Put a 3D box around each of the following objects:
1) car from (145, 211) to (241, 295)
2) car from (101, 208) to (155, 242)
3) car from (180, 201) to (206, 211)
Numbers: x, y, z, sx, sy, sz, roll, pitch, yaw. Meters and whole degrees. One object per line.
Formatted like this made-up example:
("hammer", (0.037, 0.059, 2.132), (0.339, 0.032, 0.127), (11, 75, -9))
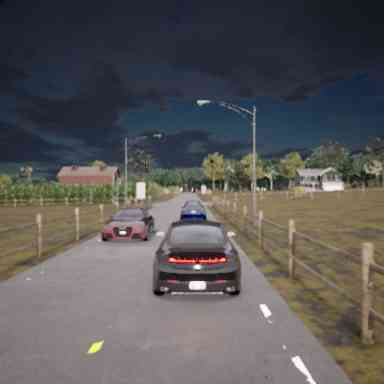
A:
("car", (0.100, 1.457, 8.548), (1.837, 1.490, 4.892), (0, 0, 0))
("car", (-2.850, 1.468, 15.648), (1.994, 1.385, 4.181), (0, 0, 0))
("car", (0.100, 1.391, 26.209), (1.994, 1.385, 4.181), (0, 0, 0))
